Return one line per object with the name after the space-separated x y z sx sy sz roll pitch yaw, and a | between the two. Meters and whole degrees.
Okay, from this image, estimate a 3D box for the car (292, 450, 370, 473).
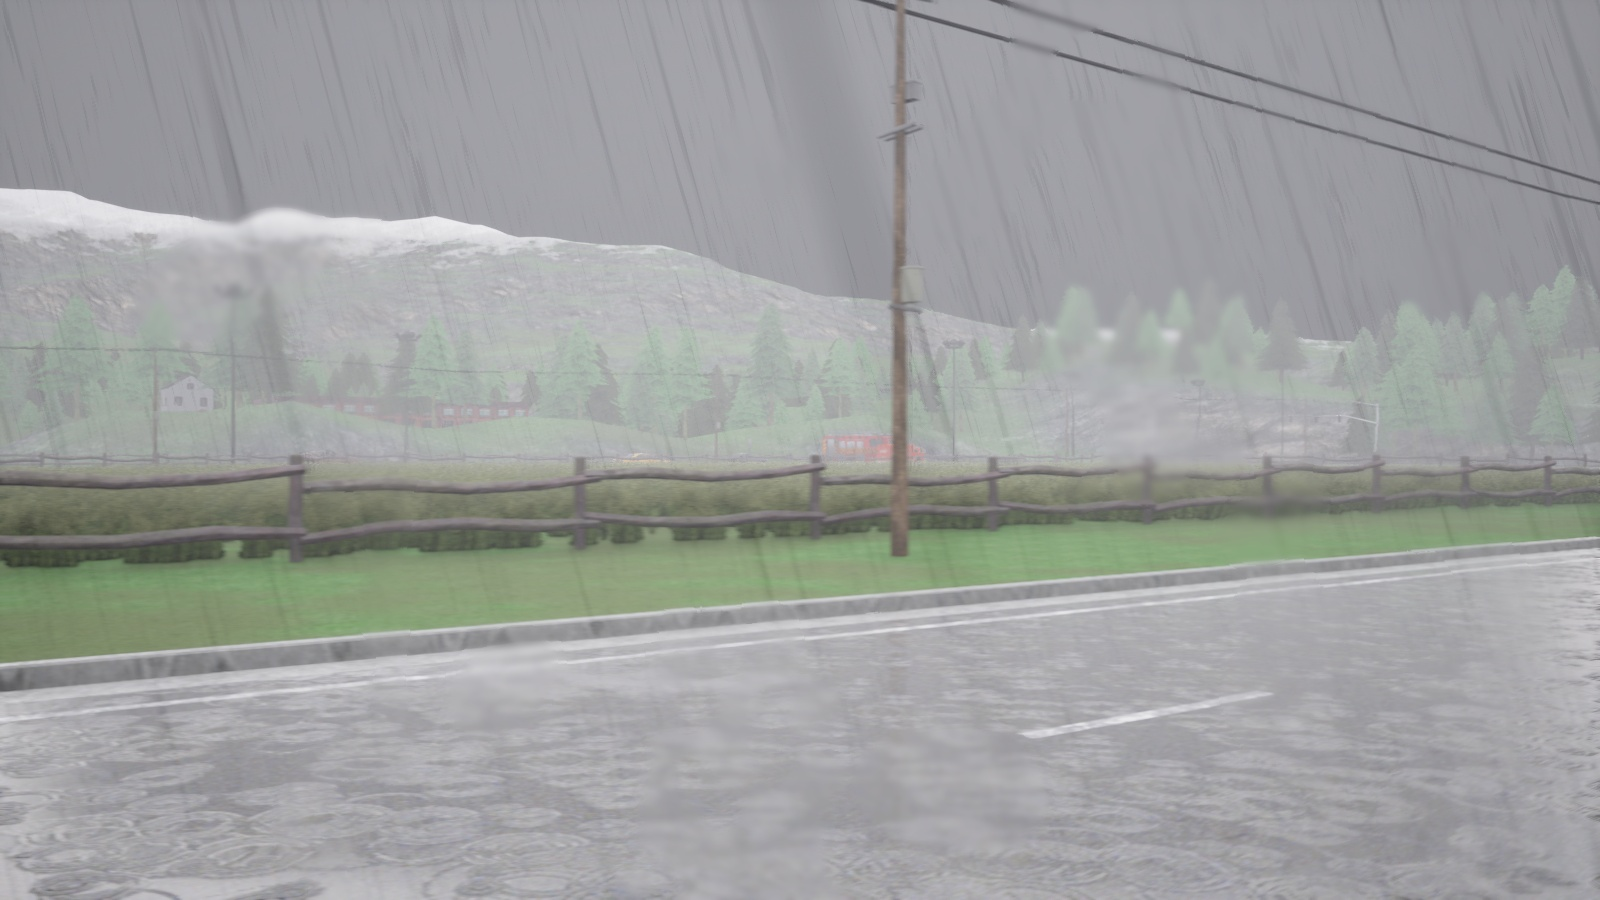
-34.628 0.824 92.829 5.027 1.651 2.152 0 0 -35 | car
